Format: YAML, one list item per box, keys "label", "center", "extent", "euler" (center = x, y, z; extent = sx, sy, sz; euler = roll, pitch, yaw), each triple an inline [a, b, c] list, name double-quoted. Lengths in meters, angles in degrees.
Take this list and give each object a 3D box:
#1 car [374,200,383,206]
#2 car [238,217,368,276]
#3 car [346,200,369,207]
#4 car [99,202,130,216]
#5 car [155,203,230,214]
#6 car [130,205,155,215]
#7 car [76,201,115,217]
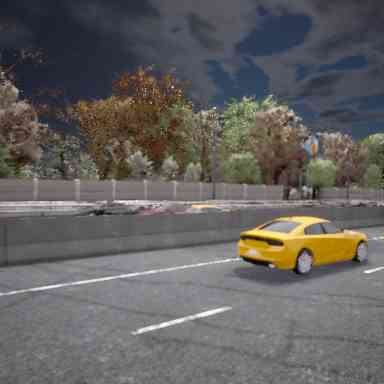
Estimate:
- label: "car"
  center: [30.081, 1.979, 51.213]
  extent: [5.357, 1.411, 2.033]
  euler: [1, 0, -35]
- label: "car"
  center: [3.723, 1.548, 10.711]
  extent: [5.008, 1.535, 1.882]
  euler: [1, 0, -36]
- label: "car"
  center: [26.405, 1.940, 52.900]
  extent: [4.674, 1.442, 1.812]
  euler: [0, 0, -35]
- label: "car"
  center: [-4.550, 1.691, 26.552]
  extent: [4.718, 1.301, 1.895]
  euler: [1, 0, -36]
- label: "car"
  center: [0.430, 1.576, 21.506]
  extent: [5.008, 1.535, 1.882]
  euler: [1, 0, -36]
- label: "car"
  center: [-1.616, 1.576, 24.346]
  extent: [5.008, 1.535, 1.882]
  euler: [1, 0, -36]
- label: "car"
  center: [-7.440, 1.587, 28.788]
  extent: [4.892, 1.490, 1.837]
  euler: [1, 0, -36]
